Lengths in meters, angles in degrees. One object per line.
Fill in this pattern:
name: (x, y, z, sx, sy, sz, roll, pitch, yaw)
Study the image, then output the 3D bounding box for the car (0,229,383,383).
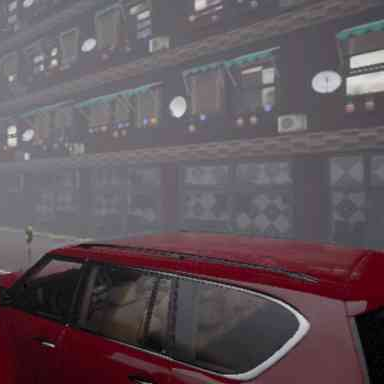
car: (-0.474, 1.313, 3.210, 5.009, 1.841, 2.192, 0, 0, 36)
